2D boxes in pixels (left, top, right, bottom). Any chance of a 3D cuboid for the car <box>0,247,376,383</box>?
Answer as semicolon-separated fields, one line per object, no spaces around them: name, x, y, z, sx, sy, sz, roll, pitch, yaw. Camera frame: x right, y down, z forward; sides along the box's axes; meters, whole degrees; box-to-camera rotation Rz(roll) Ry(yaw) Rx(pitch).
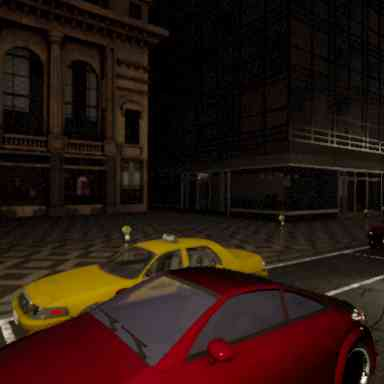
car;0.034;1.559;3.404;4.181;1.385;1.994;0;0;-36

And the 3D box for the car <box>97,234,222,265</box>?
car;-0.642;1.518;6.308;4.829;1.417;1.752;0;1;-36

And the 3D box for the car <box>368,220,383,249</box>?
car;8.631;1.484;12.972;4.507;1.381;1.887;0;1;-36
